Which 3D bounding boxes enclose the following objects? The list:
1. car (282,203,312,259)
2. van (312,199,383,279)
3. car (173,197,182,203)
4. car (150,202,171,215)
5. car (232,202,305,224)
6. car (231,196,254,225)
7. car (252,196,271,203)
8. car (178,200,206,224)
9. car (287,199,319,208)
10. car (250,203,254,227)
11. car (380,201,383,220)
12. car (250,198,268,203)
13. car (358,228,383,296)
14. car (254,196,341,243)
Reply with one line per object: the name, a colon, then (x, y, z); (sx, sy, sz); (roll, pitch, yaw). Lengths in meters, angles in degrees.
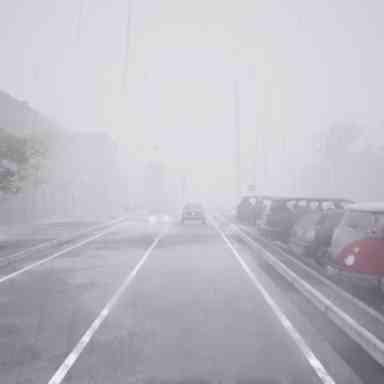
car: (5.558, 1.352, 10.689); (4.553, 1.767, 2.185); (0, 0, 0)
van: (5.477, 1.249, 7.885); (4.442, 1.987, 1.878); (0, 0, 0)
car: (-3.283, 1.939, 77.591); (2.033, 1.411, 5.357); (0, -1, 0)
car: (-3.363, 1.780, 36.095); (1.895, 1.301, 4.718); (0, -1, 0)
car: (5.581, 1.535, 24.700); (4.892, 1.521, 2.231); (0, 0, 0)
car: (5.615, 1.264, 21.901); (5.566, 2.045, 2.435); (0, 0, 0)
car: (18.718, 2.082, 89.978); (4.553, 1.767, 2.185); (0, -1, 0)
car: (0.089, 1.616, 25.695); (2.033, 1.411, 5.357); (0, -1, 0)
car: (18.674, 1.888, 55.944); (4.674, 1.452, 2.002); (0, -1, 0)
car: (5.593, 1.491, 16.295); (4.892, 1.521, 2.231); (0, 0, 0)
car: (18.662, 1.554, 27.461); (5.008, 1.535, 2.097); (0, -1, 0)
car: (18.646, 2.282, 93.146); (4.674, 1.452, 2.002); (0, -1, 0)
car: (5.591, 1.473, 5.081); (4.892, 1.521, 2.231); (0, 0, 0)
car: (5.616, 1.232, 13.491); (5.566, 2.045, 2.435); (0, 0, 0)
